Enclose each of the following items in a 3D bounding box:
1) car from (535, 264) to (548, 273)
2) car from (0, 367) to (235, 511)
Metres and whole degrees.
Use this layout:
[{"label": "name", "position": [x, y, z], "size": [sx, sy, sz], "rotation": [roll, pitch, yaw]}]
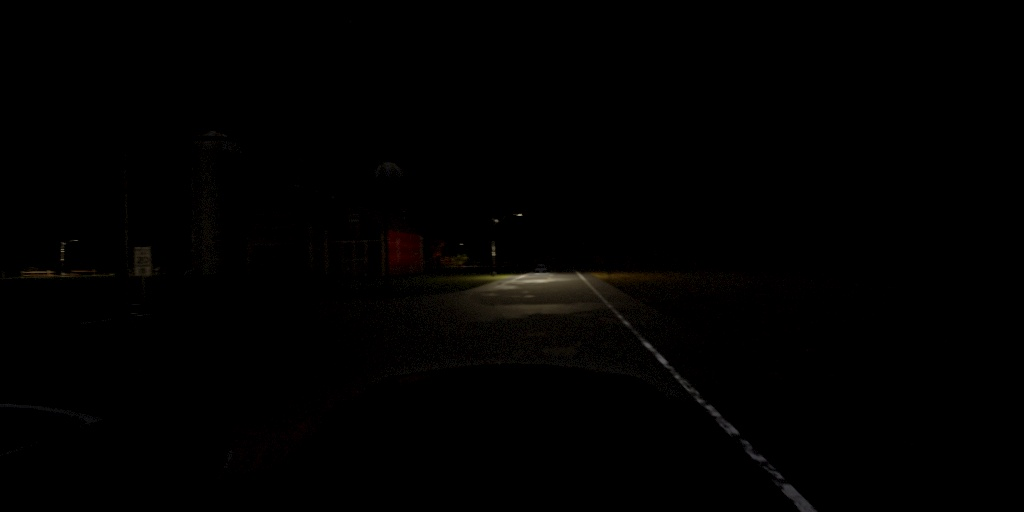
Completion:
[{"label": "car", "position": [4.561, 1.865, 54.645], "size": [2.033, 1.411, 5.357], "rotation": [-1, -1, 8]}, {"label": "car", "position": [-3.334, 1.305, 0.753], "size": [2.128, 1.511, 4.902], "rotation": [-1, -1, 8]}]
